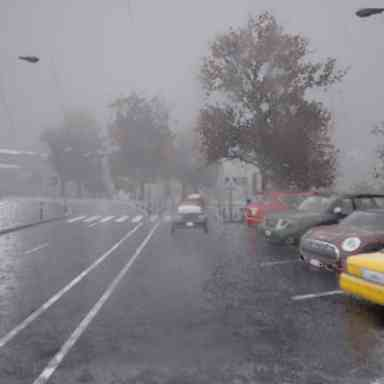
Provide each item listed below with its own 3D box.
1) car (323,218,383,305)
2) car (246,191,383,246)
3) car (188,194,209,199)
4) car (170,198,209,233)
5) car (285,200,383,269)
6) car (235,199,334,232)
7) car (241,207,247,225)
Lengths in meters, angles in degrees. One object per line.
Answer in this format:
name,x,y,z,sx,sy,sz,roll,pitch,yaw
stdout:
car,5.463,1.415,6.504,5.366,1.575,1.946,0,1,-21
car,5.179,1.061,12.350,5.566,2.045,2.435,0,1,-21
car,0.566,0.932,32.925,1.882,1.535,5.008,1,1,9
car,-0.171,1.250,17.468,1.812,1.442,4.674,0,1,-2
car,5.282,1.242,9.408,4.553,1.767,2.185,0,1,-21
car,5.061,1.201,18.315,4.892,1.521,2.231,0,1,-22
car,5.168,1.005,15.352,5.566,2.045,2.435,0,1,-21
